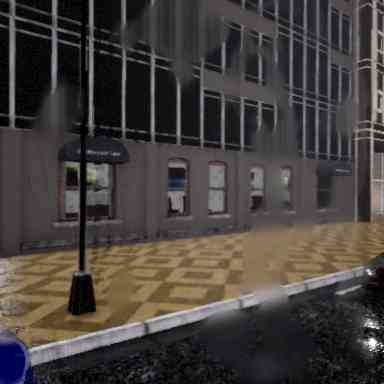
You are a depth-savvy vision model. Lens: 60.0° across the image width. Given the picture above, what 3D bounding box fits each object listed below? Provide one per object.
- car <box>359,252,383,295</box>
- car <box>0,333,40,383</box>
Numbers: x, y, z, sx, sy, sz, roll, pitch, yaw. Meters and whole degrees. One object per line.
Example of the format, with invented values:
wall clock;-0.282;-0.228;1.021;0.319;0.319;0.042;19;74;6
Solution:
car;6.031;1.517;7.600;5.357;1.411;2.033;0;0;-35
car;-3.046;1.506;1.223;4.674;1.442;1.812;0;0;-35
